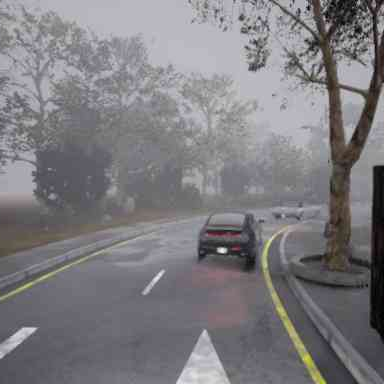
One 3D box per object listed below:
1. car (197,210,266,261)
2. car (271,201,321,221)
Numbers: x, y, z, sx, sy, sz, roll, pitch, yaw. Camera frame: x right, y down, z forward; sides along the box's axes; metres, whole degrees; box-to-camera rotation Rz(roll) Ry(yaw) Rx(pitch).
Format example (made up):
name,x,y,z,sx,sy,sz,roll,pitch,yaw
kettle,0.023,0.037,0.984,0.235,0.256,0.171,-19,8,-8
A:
name,x,y,z,sx,sy,sz,roll,pitch,yaw
car,1.501,1.398,12.043,1.837,1.490,4.892,1,2,15
car,7.616,1.292,24.000,1.895,1.301,4.718,2,2,42
